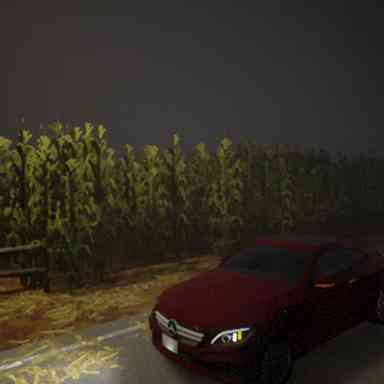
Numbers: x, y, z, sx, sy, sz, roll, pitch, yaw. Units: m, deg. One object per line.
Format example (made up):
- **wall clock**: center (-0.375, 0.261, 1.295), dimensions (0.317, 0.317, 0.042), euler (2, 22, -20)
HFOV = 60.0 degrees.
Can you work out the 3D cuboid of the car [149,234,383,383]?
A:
- **car**: center (1.558, 1.459, 5.292), dimensions (4.674, 1.442, 1.812), euler (-1, 1, -39)
